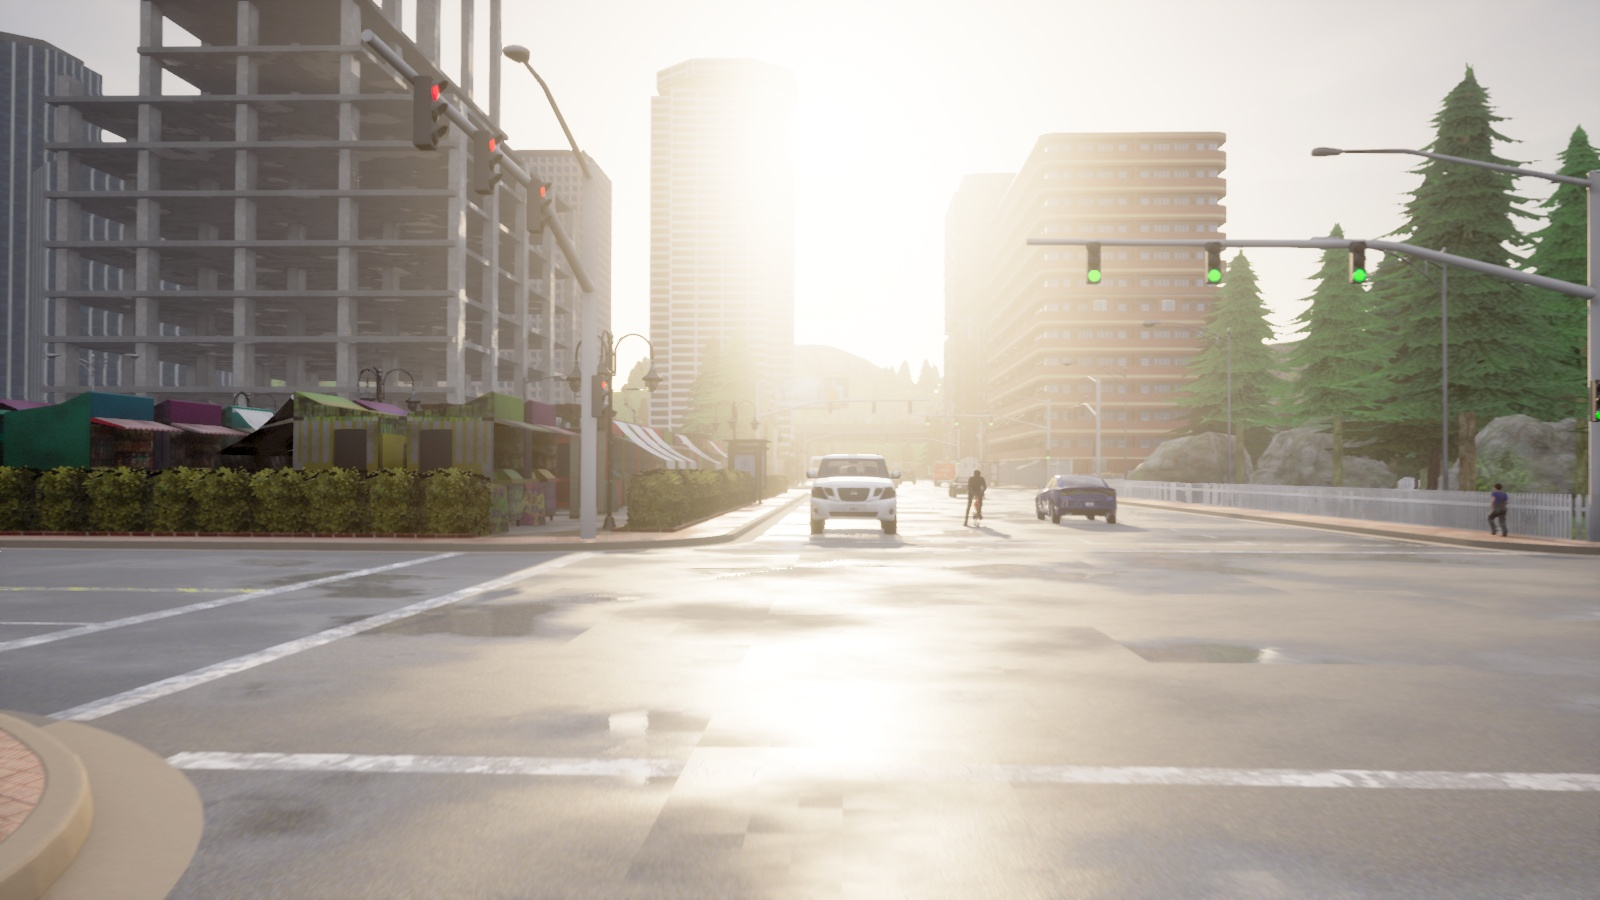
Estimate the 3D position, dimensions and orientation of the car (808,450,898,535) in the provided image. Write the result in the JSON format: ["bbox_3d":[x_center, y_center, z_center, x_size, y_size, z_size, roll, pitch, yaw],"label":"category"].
[{"bbox_3d":[1.385,1.082,33.122,2.150,2.045,5.566,0,-1,2],"label":"car"}]

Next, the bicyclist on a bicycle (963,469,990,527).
[{"bbox_3d":[4.980,1.343,35.582,0.582,1.620,1.656,0,-1,2],"label":"bicyclist on a bicycle"}]

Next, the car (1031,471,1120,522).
[{"bbox_3d":[8.643,1.423,39.800,1.882,1.535,5.008,0,-1,2],"label":"car"}]

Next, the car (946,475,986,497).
[{"bbox_3d":[9.988,2.143,75.830,1.895,1.301,4.718,0,-1,2],"label":"car"}]

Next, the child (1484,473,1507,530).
[{"bbox_3d":[15.722,1.163,28.383,0.270,1.263,0.437,0,-1,2],"label":"child"}]
